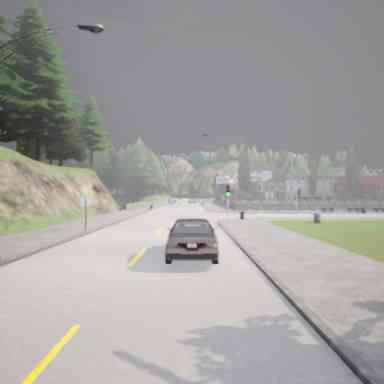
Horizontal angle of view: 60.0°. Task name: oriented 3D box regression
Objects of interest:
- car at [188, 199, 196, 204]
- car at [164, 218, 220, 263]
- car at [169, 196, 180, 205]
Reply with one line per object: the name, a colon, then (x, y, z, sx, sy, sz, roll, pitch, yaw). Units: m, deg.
car: (-0.013, 2.246, 79.684, 1.895, 1.301, 4.718, 0, -1, 0)
car: (0.007, 1.680, 12.503, 2.033, 1.411, 5.357, 0, -1, 0)
car: (-4.013, 2.038, 77.468, 2.150, 2.045, 5.566, 0, -1, 0)
